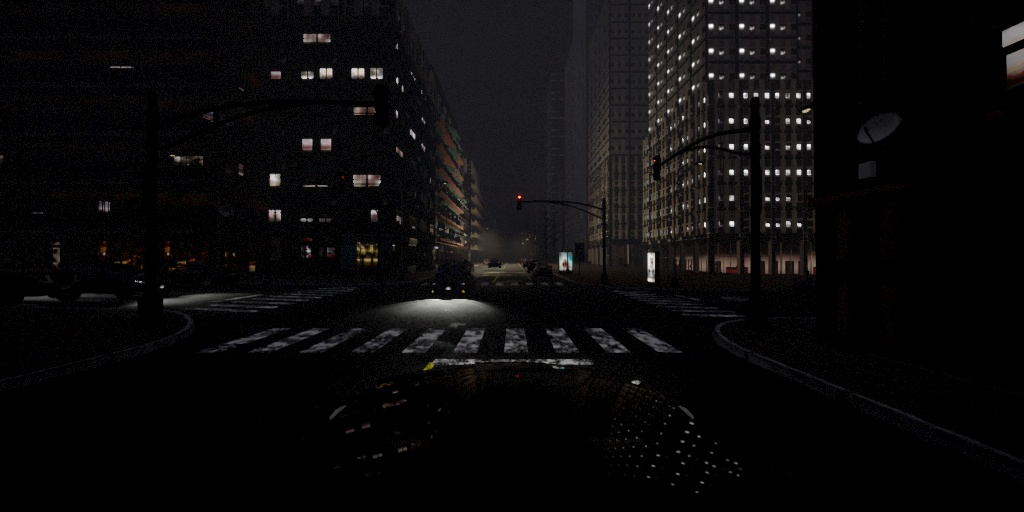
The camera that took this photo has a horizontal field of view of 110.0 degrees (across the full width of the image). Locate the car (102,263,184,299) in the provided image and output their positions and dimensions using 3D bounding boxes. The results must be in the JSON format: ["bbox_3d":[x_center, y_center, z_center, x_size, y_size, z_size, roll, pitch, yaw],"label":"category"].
[{"bbox_3d":[-17.583,1.033,15.626,4.674,1.442,1.812,1,0,0],"label":"car"}]

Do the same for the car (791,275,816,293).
[{"bbox_3d":[19.441,1.644,21.698,4.403,1.370,2.007,0,0,0],"label":"car"}]

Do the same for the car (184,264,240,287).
[{"bbox_3d":[-18.747,1.104,21.386,4.313,1.339,1.948,0,0,0],"label":"car"}]

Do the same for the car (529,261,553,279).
[{"bbox_3d":[2.766,1.344,32.507,1.802,1.307,4.207,0,0,0],"label":"car"}]

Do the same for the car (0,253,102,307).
[{"bbox_3d":[-18.745,0.784,13.005,5.009,1.841,2.192,0,0,0],"label":"car"}]

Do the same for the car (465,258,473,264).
[{"bbox_3d":[-5.602,1.080,38.056,2.192,1.841,5.009,0,0,0],"label":"car"}]

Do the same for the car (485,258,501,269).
[{"bbox_3d":[-2.863,1.103,59.135,2.097,1.767,4.553,0,0,0],"label":"car"}]

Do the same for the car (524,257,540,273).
[{"bbox_3d":[2.792,1.208,43.563,1.967,1.591,4.097,0,0,0],"label":"car"}]

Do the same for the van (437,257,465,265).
[{"bbox_3d":[-5.616,1.103,32.528,1.690,1.789,3.998,0,0,0],"label":"van"}]

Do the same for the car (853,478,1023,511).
[{"bbox_3d":[2.688,1.315,0.102,1.948,1.339,4.313,0,0,0],"label":"car"}]

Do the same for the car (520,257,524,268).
[{"bbox_3d":[2.831,1.222,60.145,1.967,1.591,4.097,0,0,0],"label":"car"}]

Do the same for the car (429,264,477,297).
[{"bbox_3d":[-2.959,1.320,18.609,1.994,1.385,4.181,0,0,0],"label":"car"}]
